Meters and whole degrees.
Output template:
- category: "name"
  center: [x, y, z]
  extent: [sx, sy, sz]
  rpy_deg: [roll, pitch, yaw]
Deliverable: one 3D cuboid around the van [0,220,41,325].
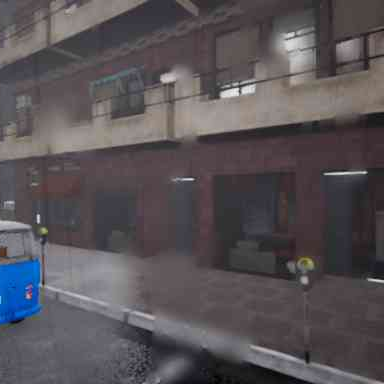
- category: "van"
  center: [-4.335, 1.313, 5.767]
  extent: [3.998, 1.788, 1.690]
  rpy_deg: [0, 0, 35]
